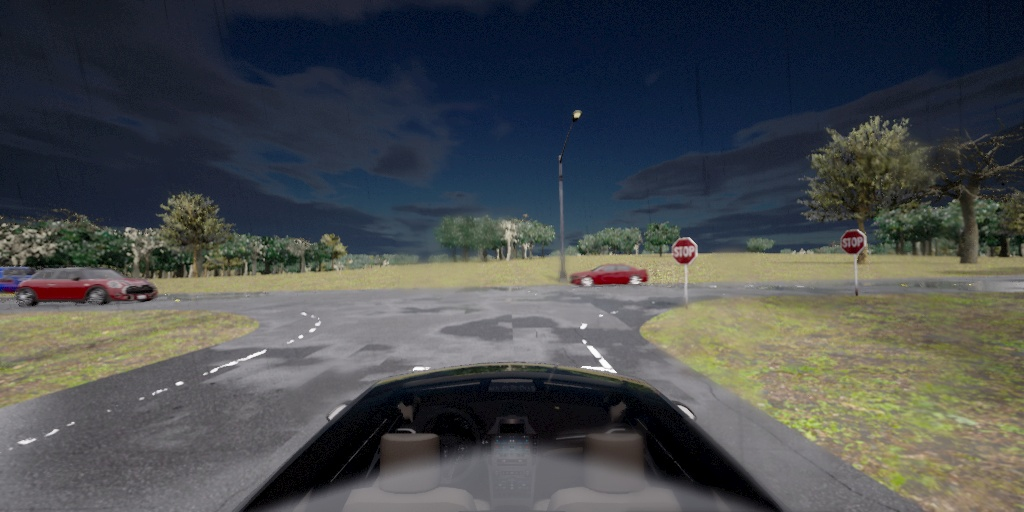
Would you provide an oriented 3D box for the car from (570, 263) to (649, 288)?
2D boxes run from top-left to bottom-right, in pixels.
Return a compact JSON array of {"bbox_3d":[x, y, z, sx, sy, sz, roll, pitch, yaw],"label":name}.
[{"bbox_3d":[6.303,1.245,23.390,5.008,1.535,1.882,-1,-2,-1],"label":"car"}]

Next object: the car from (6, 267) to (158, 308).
[{"bbox_3d":[-18.940,1.307,16.169,4.553,1.767,2.097,-1,-2,0],"label":"car"}]

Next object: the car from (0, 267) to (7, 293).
[{"bbox_3d":[-33.969,1.776,23.098,5.566,2.045,2.150,-1,-2,0],"label":"car"}]
